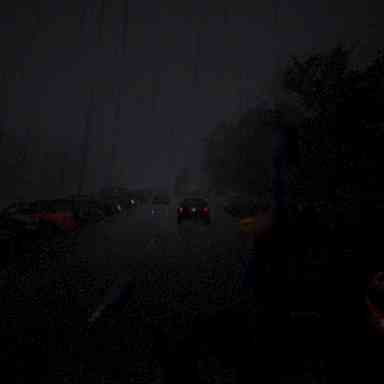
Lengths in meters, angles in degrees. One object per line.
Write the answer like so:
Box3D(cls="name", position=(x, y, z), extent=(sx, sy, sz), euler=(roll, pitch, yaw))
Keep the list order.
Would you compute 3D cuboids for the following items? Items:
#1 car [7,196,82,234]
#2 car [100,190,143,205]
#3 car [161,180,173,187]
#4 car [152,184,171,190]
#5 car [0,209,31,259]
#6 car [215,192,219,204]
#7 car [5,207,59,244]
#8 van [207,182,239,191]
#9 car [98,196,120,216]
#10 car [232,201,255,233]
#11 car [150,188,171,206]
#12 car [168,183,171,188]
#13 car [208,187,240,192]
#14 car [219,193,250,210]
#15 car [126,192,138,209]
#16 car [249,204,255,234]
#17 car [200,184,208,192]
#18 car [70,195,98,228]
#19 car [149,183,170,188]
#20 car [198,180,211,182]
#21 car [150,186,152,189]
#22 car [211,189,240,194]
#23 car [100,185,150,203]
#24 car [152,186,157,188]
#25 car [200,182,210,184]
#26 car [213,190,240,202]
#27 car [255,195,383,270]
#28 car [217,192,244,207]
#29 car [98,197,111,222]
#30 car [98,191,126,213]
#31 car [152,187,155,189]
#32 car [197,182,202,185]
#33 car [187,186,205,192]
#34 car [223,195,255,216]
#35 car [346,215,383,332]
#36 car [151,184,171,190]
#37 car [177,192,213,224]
Box3D(cls="car", position=(-8.010, 1.249, 15.822), extent=(4.553, 1.767, 2.185), euler=(0, 1, 0))
Box3D(cls="car", position=(-8.049, 0.868, 35.321), extent=(4.892, 1.521, 2.231), euler=(0, 2, 0))
Box3D(cls="car", position=(-8.311, -1.266, 84.573), extent=(5.566, 2.045, 2.435), euler=(0, 3, 0))
Box3D(cls="car", position=(-8.338, -1.332, 90.131), extent=(4.892, 1.521, 2.231), euler=(0, 3, 0))
Box3D(cls="car", position=(-8.047, 1.441, 10.247), extent=(5.008, 1.535, 2.097), euler=(0, 1, 0))
Box3D(cls="car", position=(5.008, 0.991, 32.727), extent=(4.792, 1.488, 2.163), euler=(0, 2, 0))
Box3D(cls="car", position=(-8.038, 1.452, 13.037), extent=(4.674, 1.452, 2.002), euler=(0, 0, 0))
Box3D(cls="van", position=(4.910, -0.004, 49.312), extent=(4.442, 1.987, 1.878), euler=(-1, 3, 0))
Box3D(cls="car", position=(-8.071, 1.240, 24.178), extent=(4.792, 1.488, 2.163), euler=(0, 1, 0))
Box3D(cls="car", position=(4.853, 1.368, 15.997), extent=(5.366, 1.575, 1.946), euler=(0, 1, 0))
Box3D(cls="car", position=(-3.518, 0.722, 38.821), extent=(1.882, 1.535, 5.008), euler=(0, 2, 0))
Box3D(cls="car", position=(-8.331, -0.856, 81.816), extent=(5.008, 1.535, 2.097), euler=(0, 3, 0))
Box3D(cls="car", position=(5.039, 0.393, 46.655), extent=(4.674, 1.452, 2.002), euler=(0, 3, 0))
Box3D(cls="car", position=(5.033, 1.133, 27.147), extent=(5.008, 1.535, 2.097), euler=(0, 2, 0))
Box3D(cls="car", position=(-8.072, 0.999, 32.545), extent=(4.792, 1.488, 2.163), euler=(0, 2, 0))
Box3D(cls="car", position=(5.044, 1.409, 13.207), extent=(5.008, 1.535, 2.097), euler=(0, 1, 0))
Box3D(cls="car", position=(4.743, -0.547, 76.413), extent=(5.008, 1.535, 2.097), euler=(0, 3, 0))
Box3D(cls="car", position=(-8.010, 1.204, 18.602), extent=(4.553, 1.767, 2.185), euler=(0, 1, 0))
Box3D(cls="car", position=(-8.363, -0.667, 79.046), extent=(4.792, 1.488, 2.163), euler=(0, 3, 0))
Box3D(cls="car", position=(4.762, -1.742, 92.868), extent=(5.566, 2.045, 2.435), euler=(0, 3, 0))
Box3D(cls="car", position=(-8.012, 0.376, 43.670), extent=(4.553, 1.767, 2.185), euler=(0, 3, 0))
Box3D(cls="car", position=(5.223, 0.748, 38.173), extent=(5.366, 1.575, 1.946), euler=(0, 2, 0))
Box3D(cls="car", position=(-8.014, 0.504, 38.098), extent=(5.566, 2.045, 2.435), euler=(0, 2, 0))
Box3D(cls="car", position=(-8.073, 0.254, 49.240), extent=(4.792, 1.488, 2.163), euler=(0, 3, 0))
Box3D(cls="car", position=(4.777, -0.830, 79.172), extent=(4.553, 1.767, 2.185), euler=(0, 3, 0))
Box3D(cls="car", position=(5.223, 0.861, 35.379), extent=(5.366, 1.575, 1.946), euler=(0, 2, 0))
Box3D(cls="car", position=(5.067, 1.188, 10.416), extent=(5.566, 2.045, 2.435), euler=(0, 1, 0))
Box3D(cls="car", position=(5.033, 1.051, 29.936), extent=(5.008, 1.535, 2.097), euler=(0, 2, 0))
Box3D(cls="car", position=(-8.013, 1.304, 21.392), extent=(4.792, 1.488, 2.163), euler=(0, 1, 0))
Box3D(cls="car", position=(-8.073, 1.013, 26.961), extent=(4.553, 1.767, 2.185), euler=(0, 2, 0))
Box3D(cls="car", position=(-8.014, 0.393, 46.460), extent=(4.792, 1.488, 2.163), euler=(0, 3, 0))
Box3D(cls="car", position=(4.553, -1.177, 87.352), extent=(5.366, 1.575, 1.946), euler=(0, 3, 0))
Box3D(cls="car", position=(0.098, 0.574, 39.333), extent=(2.097, 1.767, 4.553), euler=(0, 2, 0))
Box3D(cls="car", position=(5.032, 1.210, 24.230), extent=(4.892, 1.521, 2.231), euler=(0, 2, 0))
Box3D(cls="car", position=(5.071, 1.348, 4.837), extent=(4.553, 1.767, 2.185), euler=(0, 0, 0))
Box3D(cls="car", position=(-8.532, -1.495, 92.902), extent=(5.366, 1.575, 1.946), euler=(0, 3, 0))
Box3D(cls="car", position=(0.097, 1.109, 22.926), extent=(2.097, 1.767, 4.553), euler=(0, 1, 0))
